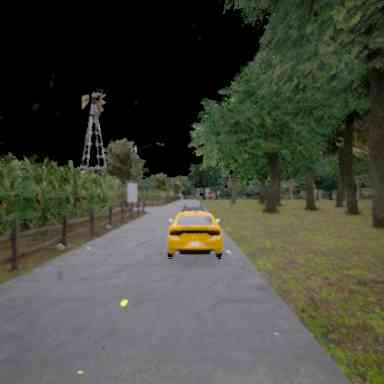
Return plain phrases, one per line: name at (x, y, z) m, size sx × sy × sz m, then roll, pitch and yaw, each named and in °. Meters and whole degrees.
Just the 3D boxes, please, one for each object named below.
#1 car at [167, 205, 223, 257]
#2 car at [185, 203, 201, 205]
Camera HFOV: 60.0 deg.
car at (0.095, 1.476, 12.892) m, size 1.882 × 1.535 × 5.008 m, roll 0°, pitch 0°, yaw 0°
car at (0.090, 1.619, 29.828) m, size 1.895 × 1.301 × 4.718 m, roll 0°, pitch 0°, yaw 0°
